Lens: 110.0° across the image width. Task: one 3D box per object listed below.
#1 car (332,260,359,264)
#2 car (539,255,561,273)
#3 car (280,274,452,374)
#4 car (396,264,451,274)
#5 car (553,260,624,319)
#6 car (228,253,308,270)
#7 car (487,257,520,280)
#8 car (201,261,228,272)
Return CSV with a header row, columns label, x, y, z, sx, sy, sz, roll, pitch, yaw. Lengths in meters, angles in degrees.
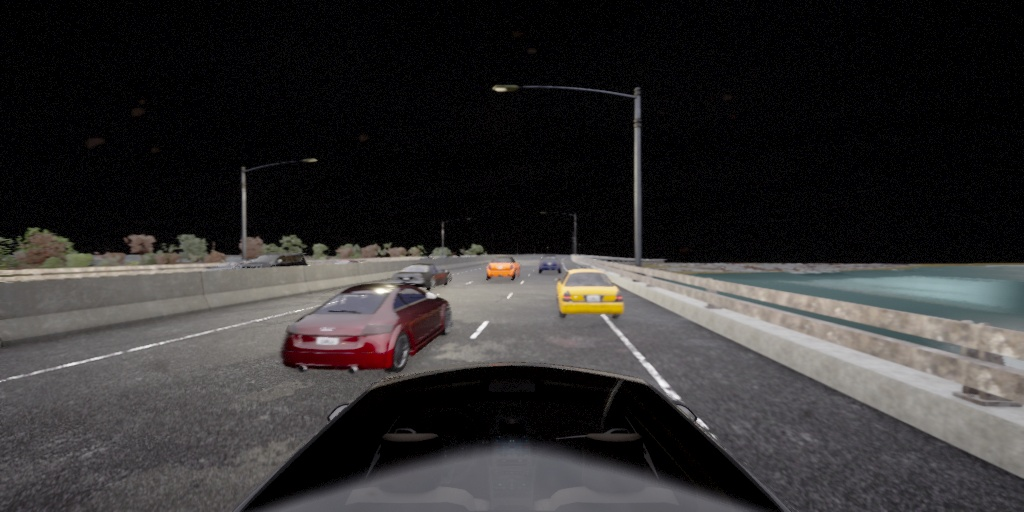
label,x,y,z,sx,sy,sz,roll,pitch,yaw
car,-14.492,1.076,30.907,1.812,1.442,4.674,0,0,6
car,3.769,0.723,35.461,2.097,1.767,4.553,0,1,7
car,-2.666,1.270,7.563,1.994,1.385,4.181,0,1,6
car,-4.915,1.138,20.098,2.033,1.411,5.357,0,1,6
car,2.428,1.076,12.119,1.801,1.575,5.366,0,1,6
car,-18.365,0.831,27.784,2.150,2.045,5.566,0,1,6
car,-0.580,0.834,27.600,2.097,1.767,4.553,0,1,6
car,-21.823,1.121,28.302,2.128,1.511,4.902,0,1,6
